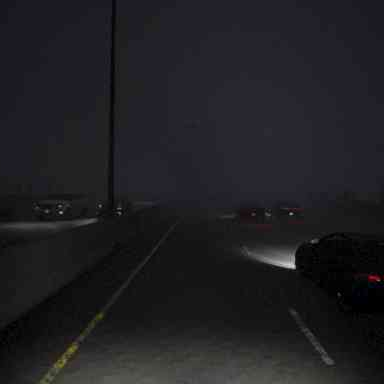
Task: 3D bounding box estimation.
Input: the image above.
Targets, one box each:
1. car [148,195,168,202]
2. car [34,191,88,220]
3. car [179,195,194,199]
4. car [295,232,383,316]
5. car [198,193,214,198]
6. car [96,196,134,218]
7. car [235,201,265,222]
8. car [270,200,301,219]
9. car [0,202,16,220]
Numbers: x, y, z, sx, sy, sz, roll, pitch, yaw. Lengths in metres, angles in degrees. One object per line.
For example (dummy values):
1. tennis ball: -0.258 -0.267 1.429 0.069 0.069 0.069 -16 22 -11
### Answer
1. car: -6.332 1.226 62.550 1.895 1.301 4.718 1 0 21
2. car: -9.769 0.956 25.418 2.150 2.045 5.566 1 0 3
3. car: -1.105 1.230 66.153 1.994 1.385 4.181 1 0 23
4. car: 3.782 1.581 7.518 1.994 1.385 4.181 1 0 2
5. car: 2.917 1.060 66.518 2.097 1.767 4.553 1 0 24
6. car: -6.157 1.130 27.133 2.097 1.767 4.553 1 0 3
7. car: 4.413 1.414 25.833 1.882 1.535 5.008 1 0 2
8. car: 8.082 1.477 28.959 1.837 1.490 4.892 1 0 3
9. car: -13.414 1.264 21.644 1.994 1.385 4.181 1 0 2
